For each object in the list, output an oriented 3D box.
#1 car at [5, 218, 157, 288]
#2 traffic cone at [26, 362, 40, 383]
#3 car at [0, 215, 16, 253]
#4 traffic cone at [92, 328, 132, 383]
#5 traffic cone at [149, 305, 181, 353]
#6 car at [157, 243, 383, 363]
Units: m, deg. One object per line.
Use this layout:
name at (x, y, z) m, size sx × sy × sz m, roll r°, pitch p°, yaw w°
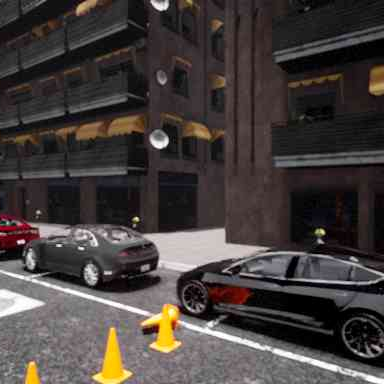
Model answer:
car at (-2.874, 1.530, 9.023) m, size 4.403 × 1.369 × 2.008 m, roll 0°, pitch 0°, yaw 35°
traffic cone at (-1.545, 1.947, 3.220) m, size 0.340 × 0.580 × 0.340 m, roll 0°, pitch 0°, yaw 35°
car at (-7.467, 1.508, 12.280) m, size 4.507 × 1.381 × 1.887 m, roll 0°, pitch 0°, yaw 35°
traffic cone at (-0.967, 1.947, 4.035) m, size 0.340 × 0.580 × 0.340 m, roll 0°, pitch 0°, yaw 35°
traffic cone at (-0.390, 1.947, 4.852) m, size 0.340 × 0.580 × 0.340 m, roll 0°, pitch 0°, yaw 35°
car at (1.719, 1.561, 5.767) m, size 4.313 × 1.339 × 1.947 m, roll 0°, pitch 0°, yaw 35°
